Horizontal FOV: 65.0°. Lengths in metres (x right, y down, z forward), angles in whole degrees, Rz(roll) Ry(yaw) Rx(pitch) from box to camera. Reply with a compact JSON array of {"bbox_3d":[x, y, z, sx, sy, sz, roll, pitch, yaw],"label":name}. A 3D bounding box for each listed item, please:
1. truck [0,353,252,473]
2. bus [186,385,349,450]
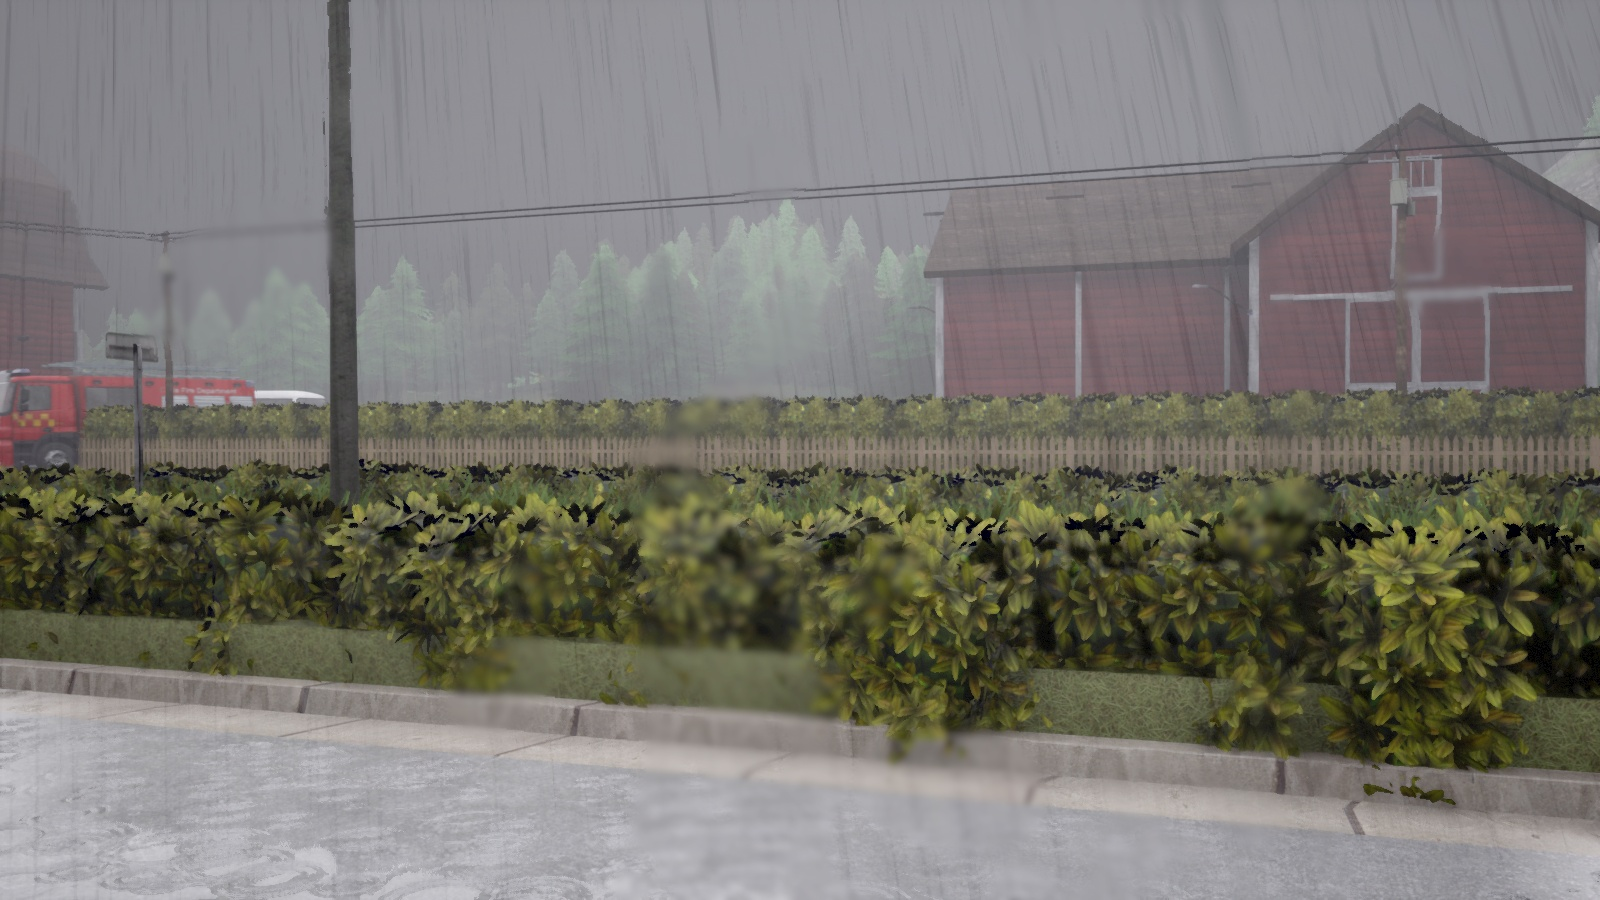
[{"bbox_3d":[-24.087,-1.259,44.053,2.891,3.827,8.468,1,1,41],"label":"truck"},{"bbox_3d":[-36.437,-2.204,86.030,10.273,4.253,3.944,1,1,19],"label":"bus"}]
